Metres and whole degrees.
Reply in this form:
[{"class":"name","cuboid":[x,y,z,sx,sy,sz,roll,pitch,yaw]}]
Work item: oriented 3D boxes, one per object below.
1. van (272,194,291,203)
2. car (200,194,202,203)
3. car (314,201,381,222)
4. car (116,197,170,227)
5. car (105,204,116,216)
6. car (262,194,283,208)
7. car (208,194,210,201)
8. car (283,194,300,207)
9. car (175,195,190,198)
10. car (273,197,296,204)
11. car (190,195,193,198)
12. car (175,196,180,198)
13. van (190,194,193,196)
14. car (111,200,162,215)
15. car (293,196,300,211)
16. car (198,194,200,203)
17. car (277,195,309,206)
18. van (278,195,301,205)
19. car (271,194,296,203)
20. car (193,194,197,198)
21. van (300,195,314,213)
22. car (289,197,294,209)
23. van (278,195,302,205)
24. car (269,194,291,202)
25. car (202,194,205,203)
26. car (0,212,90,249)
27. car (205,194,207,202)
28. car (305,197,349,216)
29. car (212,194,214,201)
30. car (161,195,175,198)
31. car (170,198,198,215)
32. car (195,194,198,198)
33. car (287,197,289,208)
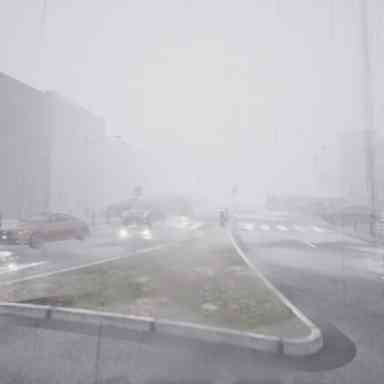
[{"class":"van","cuboid":[22.323,1.636,82.732,4.442,1.987,1.878,0,0,10]},{"class":"car","cuboid":[-0.846,1.537,65.805,4.553,1.767,2.185,0,0,10]},{"class":"car","cuboid":[13.183,1.808,28.024,4.792,1.488,2.163,0,0,10]},{"class":"car","cuboid":[-3.445,1.493,24.394,2.097,1.767,4.553,0,0,13]},{"class":"car","cuboid":[-6.324,1.500,33.166,4.553,1.767,2.185,0,0,10]},{"class":"car","cuboid":[12.791,1.519,53.230,2.150,2.045,5.566,0,0,10]},{"class":"car","cuboid":[0.953,1.688,76.684,4.892,1.521,2.231,0,0,10]},{"class":"car","cuboid":[17.809,1.559,55.437,5.566,2.045,2.435,0,0,10]},{"class":"car","cuboid":[-3.642,1.403,49.499,5.566,2.045,2.435,0,0,10]},{"class":"car","cuboid":[21.505,1.845,77.233,4.892,1.521,2.231,0,0,10]},{"class":"car","cuboid":[-2.977,1.653,52.183,5.366,1.575,1.946,0,0,10]},{"class":"car","cuboid":[-4.535,1.655,44.057,4.892,1.521,2.231,0,0,10]},{"class":"van","cuboid":[-2.587,1.430,54.913,4.442,1.987,1.878,0,0,10]},{"class":"car","cuboid":[-5.904,1.637,35.896,5.008,1.535,2.097,0,0,10]},{"class":"car","cuboid":[15.535,1.692,41.602,4.553,1.767,2.185,0,0,10]},{"class":"car","cuboid":[-1.364,1.533,63.095,4.553,1.767,2.185,0,0,10]},{"class":"car","cuboid":[19.231,1.564,63.526,5.566,2.045,2.435,0,0,10]},{"class":"van","cuboid":[20.243,1.598,68.991,4.442,1.987,1.878,0,0,10]},{"class":"car","cuboid":[21.948,1.601,79.979,5.566,2.045,2.435,0,0,10]},{"class":"car","cuboid":[-2.252,1.655,57.653,5.008,1.535,2.097,0,0,10]},{"class":"van","cuboid":[14.487,1.589,36.266,4.442,1.987,1.878,0,0,10]},{"class":"car","cuboid":[15.982,1.816,44.471,5.008,1.535,2.097,0,0,10]},{"class":"van","cuboid":[19.550,1.591,66.291,4.442,1.987,1.878,0,0,10]},{"class":"car","cuboid":[23.334,1.635,88.198,5.566,2.045,2.435,0,0,10]},{"class":"car","cuboid":[-0.416,1.668,68.528,4.892,1.521,2.231,0,0,10]},{"class":"car","cuboid":[-6.653,1.639,15.104,1.994,1.385,4.181,0,0,25]},{"class":"car","cuboid":[0.041,1.674,71.247,4.892,1.521,2.231,0,0,10]},{"class":"car","cuboid":[14.148,1.681,33.374,4.553,1.767,2.185,0,0,10]},{"class":"car","cuboid":[2.134,1.713,84.874,5.366,1.575,1.946,0,0,10]},{"class":"car","cuboid":[-4.954,1.525,41.327,4.553,1.767,2.185,0,0,10]},{"class":"car","cuboid":[-1.041,1.663,37.359,2.128,1.511,4.902,0,-1,10]},{"class":"car","cuboid":[-1.820,1.530,60.377,4.553,1.767,2.185,0,0,10]},{"class":"car","cuboid":[16.435,1.816,47.087,4.892,1.521,2.231,0,0,10]}]
